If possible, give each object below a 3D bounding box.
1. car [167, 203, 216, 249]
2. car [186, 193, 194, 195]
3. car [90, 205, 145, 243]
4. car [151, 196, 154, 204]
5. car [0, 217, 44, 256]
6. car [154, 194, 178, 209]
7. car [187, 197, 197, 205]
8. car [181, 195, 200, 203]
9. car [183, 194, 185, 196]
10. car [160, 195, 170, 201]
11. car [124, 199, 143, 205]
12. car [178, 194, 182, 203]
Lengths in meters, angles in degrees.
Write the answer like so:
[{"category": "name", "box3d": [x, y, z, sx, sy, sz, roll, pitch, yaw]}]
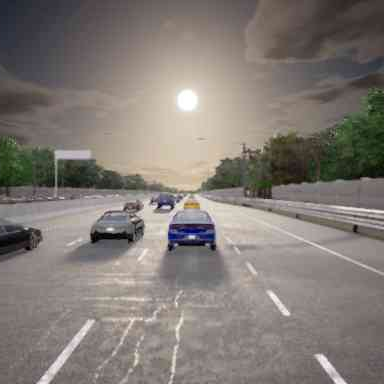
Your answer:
[{"category": "car", "box3d": [-0.005, 1.484, 14.540, 1.882, 1.535, 5.008, 0, 0, 0]}, {"category": "car", "box3d": [-0.031, 1.664, 87.667, 1.895, 1.301, 4.718, 0, 0, 0]}, {"category": "car", "box3d": [-3.505, 1.570, 16.246, 1.994, 1.385, 4.181, 0, 0, 0]}, {"category": "car", "box3d": [-7.022, 1.550, 65.556, 1.837, 1.490, 4.892, 0, 0, 0]}, {"category": "car", "box3d": [-7.006, 1.551, 11.171, 2.033, 1.411, 5.357, 0, 0, 0]}, {"category": "car", "box3d": [-3.516, 1.247, 46.050, 2.150, 2.045, 5.566, 0, 0, 0]}, {"category": "car", "box3d": [-0.022, 1.640, 61.264, 1.895, 1.301, 4.718, 0, 0, 0]}, {"category": "car", "box3d": [-0.014, 1.498, 38.330, 1.882, 1.535, 5.008, 0, 0, 0]}, {"category": "car", "box3d": [-3.533, 1.576, 93.631, 1.837, 1.490, 4.892, 0, 0, 0]}, {"category": "car", "box3d": [-7.031, 1.593, 86.855, 2.128, 1.511, 4.902, 0, 0, 0]}, {"category": "car", "box3d": [-7.015, 1.546, 40.059, 1.812, 1.442, 4.674, 0, 0, 0]}, {"category": "car", "box3d": [-3.525, 1.603, 71.482, 1.994, 1.385, 4.181, 0, 0, 0]}]
